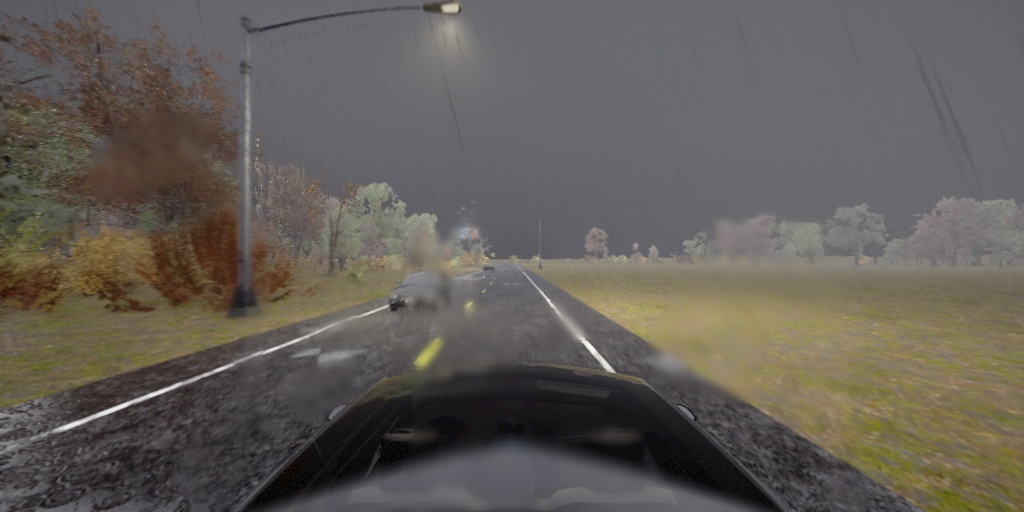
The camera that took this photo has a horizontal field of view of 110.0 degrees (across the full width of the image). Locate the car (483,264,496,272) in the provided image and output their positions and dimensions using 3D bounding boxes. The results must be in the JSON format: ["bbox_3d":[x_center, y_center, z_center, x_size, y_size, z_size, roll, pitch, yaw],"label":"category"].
[{"bbox_3d":[-3.526,1.832,56.349,1.895,1.301,4.718,0,-1,1],"label":"car"}]

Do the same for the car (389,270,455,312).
[{"bbox_3d":[-3.595,1.372,15.036,1.837,1.490,4.892,0,0,0],"label":"car"}]
